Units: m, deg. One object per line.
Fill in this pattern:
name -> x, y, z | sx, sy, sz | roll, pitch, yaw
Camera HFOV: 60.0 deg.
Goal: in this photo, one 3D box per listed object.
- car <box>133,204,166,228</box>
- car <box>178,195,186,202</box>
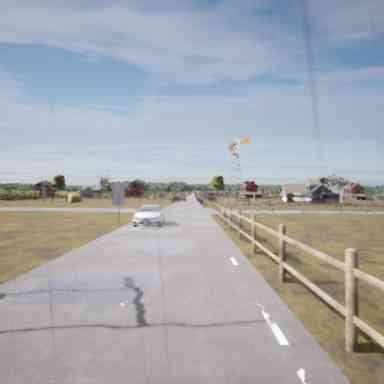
car -> -2.834, 1.589, 22.777 | 1.812, 1.442, 4.674 | 0, 0, 0
car -> -2.768, 1.847, 94.697 | 2.150, 2.045, 5.566 | 0, -1, 0
